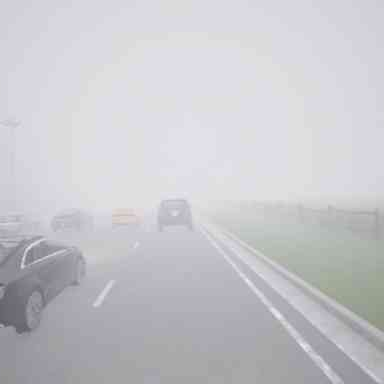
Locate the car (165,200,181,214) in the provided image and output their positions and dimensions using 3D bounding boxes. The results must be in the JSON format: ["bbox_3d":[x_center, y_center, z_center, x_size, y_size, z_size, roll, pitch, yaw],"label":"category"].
[{"bbox_3d":[-2.341,1.863,41.308,1.837,1.490,4.892,-2,0,-4],"label":"car"}]

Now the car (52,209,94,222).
[{"bbox_3d":[-8.209,1.930,23.242,2.128,1.511,4.902,-2,0,-4],"label":"car"}]

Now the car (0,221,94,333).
[{"bbox_3d":[-3.681,1.666,7.019,2.128,1.511,4.902,-2,0,-4],"label":"car"}]

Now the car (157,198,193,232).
[{"bbox_3d":[-1.147,1.412,22.107,2.150,2.045,5.566,-2,0,-3],"label":"car"}]

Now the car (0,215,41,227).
[{"bbox_3d":[-11.622,2.147,21.856,1.895,1.301,4.718,-2,0,-4],"label":"car"}]

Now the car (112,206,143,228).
[{"bbox_3d":[-4.828,1.813,25.206,1.882,1.535,5.008,-2,0,-4],"label":"car"}]
